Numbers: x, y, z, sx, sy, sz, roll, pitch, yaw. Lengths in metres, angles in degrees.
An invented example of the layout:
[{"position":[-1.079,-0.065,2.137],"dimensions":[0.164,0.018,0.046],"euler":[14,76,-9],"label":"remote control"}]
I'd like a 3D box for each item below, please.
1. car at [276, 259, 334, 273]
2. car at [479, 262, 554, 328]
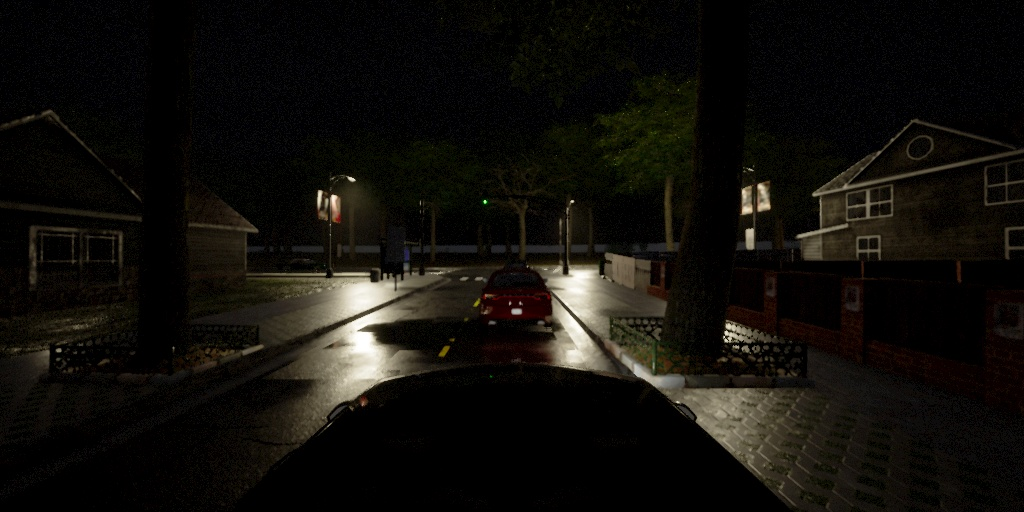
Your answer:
[{"position":[-19.798,0.938,34.527],"dimensions":[4.718,1.301,1.895],"euler":[0,0,0],"label":"car"},{"position":[0.108,1.108,10.869],"dimensions":[1.882,1.535,5.008],"euler":[0,1,0],"label":"car"}]
